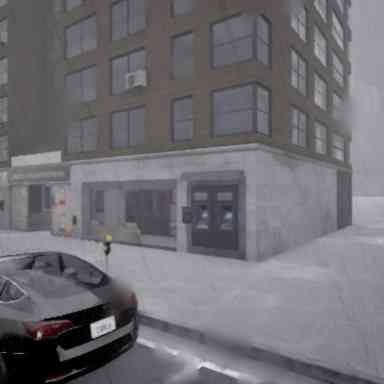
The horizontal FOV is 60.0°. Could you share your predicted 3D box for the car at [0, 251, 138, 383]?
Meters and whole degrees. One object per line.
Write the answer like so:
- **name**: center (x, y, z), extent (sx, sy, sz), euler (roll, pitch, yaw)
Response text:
- **car**: center (-2.705, 1.580, 5.012), extent (4.313, 1.339, 1.947), euler (0, 0, 36)
